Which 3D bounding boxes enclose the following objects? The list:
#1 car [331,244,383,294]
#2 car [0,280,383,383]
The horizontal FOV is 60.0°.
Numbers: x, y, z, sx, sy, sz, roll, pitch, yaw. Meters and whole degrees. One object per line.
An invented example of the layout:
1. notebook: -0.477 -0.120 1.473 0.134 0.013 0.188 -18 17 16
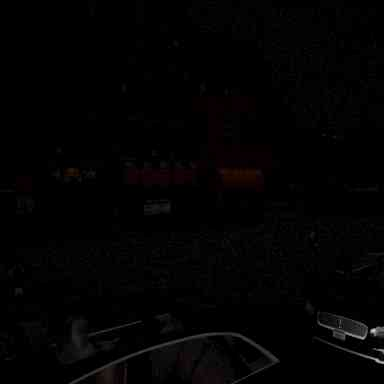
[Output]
1. car: 3.605 1.547 5.416 4.403 1.369 2.008 0 -2 -36
2. car: -0.827 1.550 2.246 4.403 1.369 2.008 0 -2 -36
